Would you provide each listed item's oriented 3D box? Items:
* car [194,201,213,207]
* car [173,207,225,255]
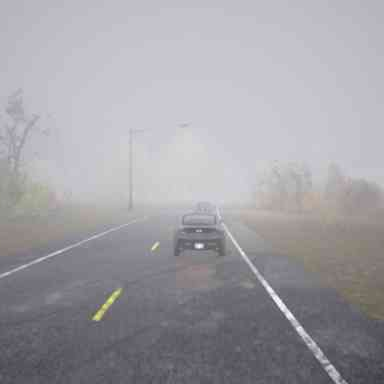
[{"bbox_3d":[1.164,1.693,35.084,2.033,1.411,5.357,0,0,3],"label":"car"},{"bbox_3d":[0.296,1.558,13.530,1.837,1.490,4.892,0,0,1],"label":"car"}]
